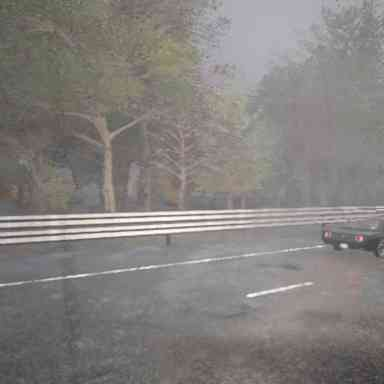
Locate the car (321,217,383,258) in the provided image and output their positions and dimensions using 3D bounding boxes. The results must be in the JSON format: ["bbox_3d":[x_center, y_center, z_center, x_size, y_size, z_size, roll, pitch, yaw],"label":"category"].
[{"bbox_3d":[7.291,1.643,12.989,4.718,1.301,1.895,0,0,-32],"label":"car"}]
